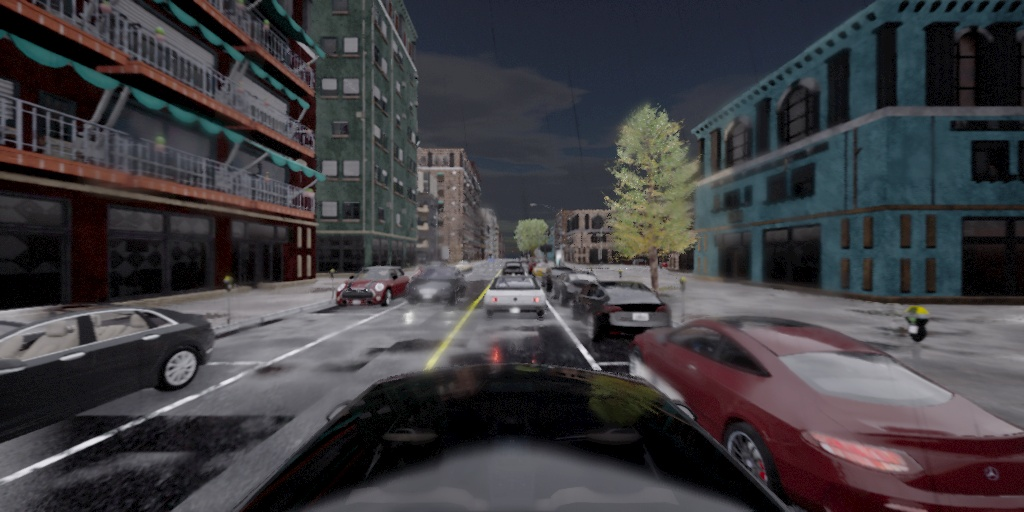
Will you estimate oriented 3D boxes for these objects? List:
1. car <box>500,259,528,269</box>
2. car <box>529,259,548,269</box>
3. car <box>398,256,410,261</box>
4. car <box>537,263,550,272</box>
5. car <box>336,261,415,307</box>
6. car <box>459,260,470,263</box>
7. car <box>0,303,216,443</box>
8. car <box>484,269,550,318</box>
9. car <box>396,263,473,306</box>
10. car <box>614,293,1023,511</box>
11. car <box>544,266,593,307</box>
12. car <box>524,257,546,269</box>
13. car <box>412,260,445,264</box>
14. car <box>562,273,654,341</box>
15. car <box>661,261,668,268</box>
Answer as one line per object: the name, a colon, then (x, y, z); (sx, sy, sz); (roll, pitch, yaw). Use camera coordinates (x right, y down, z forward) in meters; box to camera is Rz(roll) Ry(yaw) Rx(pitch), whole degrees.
car: (0.106, 1.205, 30.350); (1.837, 1.490, 4.892); (0, 0, 0)
car: (2.698, 1.224, 31.915); (1.751, 1.417, 4.829); (0, 0, 0)
car: (-17.262, 0.921, 57.061); (5.009, 1.841, 2.192); (0, 0, 0)
car: (2.695, 1.282, 20.666); (1.948, 1.339, 4.313); (0, 0, 0)
car: (-5.687, 1.165, 15.129); (1.967, 1.591, 4.097); (0, 0, 0)
car: (-5.681, 1.206, 42.657); (1.751, 1.417, 4.829); (0, 0, 0)
car: (-5.690, 1.295, 4.052); (2.007, 1.370, 4.403); (0, 0, 0)
car: (0.102, 1.330, 12.916); (1.895, 1.301, 4.718); (0, 0, 0)
car: (-3.096, 1.216, 15.619); (2.128, 1.511, 4.902); (0, 0, 0)
car: (2.691, 1.327, 4.049); (1.802, 1.307, 4.207); (0, 0, 0)
car: (2.694, 1.276, 15.126); (2.007, 1.370, 4.403); (0, 0, 0)
car: (2.699, 1.005, 37.285); (2.192, 1.841, 5.009); (0, 0, 0)
car: (-5.684, 1.147, 26.208); (1.967, 1.591, 4.097); (0, 0, 0)
car: (2.692, 1.300, 9.589); (1.948, 1.339, 4.313); (0, 0, 0)
car: (26.161, 1.329, 57.306); (4.507, 1.381, 1.888); (0, 0, 0)
